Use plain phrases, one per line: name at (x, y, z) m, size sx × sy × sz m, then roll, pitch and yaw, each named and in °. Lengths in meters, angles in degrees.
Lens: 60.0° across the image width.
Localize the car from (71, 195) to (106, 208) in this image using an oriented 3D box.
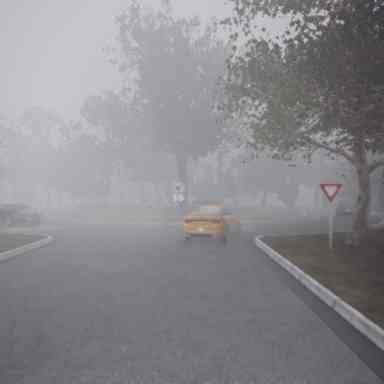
car at (-13.906, 1.207, 44.719) m, size 2.097 × 1.767 × 4.553 m, roll 1°, pitch 0°, yaw 43°

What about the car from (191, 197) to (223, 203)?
car at (2.253, 1.446, 50.350) m, size 4.718 × 1.301 × 1.895 m, roll 0°, pitch 0°, yaw 13°

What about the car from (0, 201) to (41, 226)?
car at (-11.982, 1.431, 22.581) m, size 4.892 × 1.490 × 1.837 m, roll 0°, pitch 2°, yaw 44°

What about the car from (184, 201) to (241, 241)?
car at (1.091, 1.425, 16.418) m, size 1.882 × 1.535 × 5.008 m, roll -1°, pitch 0°, yaw 17°

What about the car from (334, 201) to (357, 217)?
car at (13.658, 1.470, 29.340) m, size 1.994 × 1.385 × 4.181 m, roll 0°, pitch 0°, yaw 22°
